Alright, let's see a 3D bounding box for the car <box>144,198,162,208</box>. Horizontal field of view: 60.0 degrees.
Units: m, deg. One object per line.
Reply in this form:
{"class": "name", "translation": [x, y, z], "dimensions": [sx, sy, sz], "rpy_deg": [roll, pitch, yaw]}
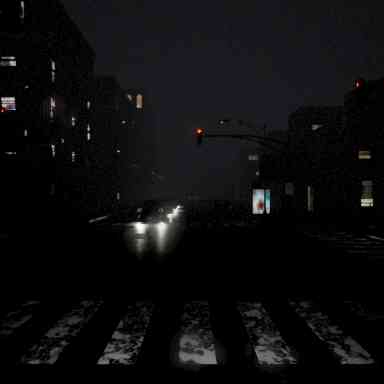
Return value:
{"class": "car", "translation": [-5.665, 1.572, 48.920], "dimensions": [2.008, 1.369, 4.403], "rpy_deg": [0, 0, 0]}

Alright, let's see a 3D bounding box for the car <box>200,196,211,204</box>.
{"class": "car", "translation": [2.726, 1.592, 66.017], "dimensions": [2.008, 1.369, 4.403], "rpy_deg": [-1, 0, 0]}

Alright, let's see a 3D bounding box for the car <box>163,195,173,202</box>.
{"class": "car", "translation": [-5.649, 1.498, 77.402], "dimensions": [1.967, 1.590, 4.097], "rpy_deg": [0, 0, 0]}

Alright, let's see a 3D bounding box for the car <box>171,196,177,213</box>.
{"class": "car", "translation": [-3.072, 1.488, 37.623], "dimensions": [1.882, 1.535, 5.008], "rpy_deg": [0, 0, 0]}

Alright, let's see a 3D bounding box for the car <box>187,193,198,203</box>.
{"class": "car", "translation": [0.130, 1.269, 70.549], "dimensions": [2.150, 2.045, 5.566], "rpy_deg": [0, 0, 0]}

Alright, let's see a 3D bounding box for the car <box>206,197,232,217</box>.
{"class": "car", "translation": [2.704, 1.446, 31.836], "dimensions": [1.967, 1.590, 4.097], "rpy_deg": [0, 0, 0]}

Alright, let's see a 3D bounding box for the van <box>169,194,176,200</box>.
{"class": "van", "translation": [-5.639, 1.431, 94.493], "dimensions": [1.690, 1.788, 3.998], "rpy_deg": [-1, 0, 0]}

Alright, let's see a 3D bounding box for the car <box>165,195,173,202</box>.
{"class": "car", "translation": [-5.645, 1.593, 82.929], "dimensions": [1.752, 1.417, 4.829], "rpy_deg": [-1, 0, 0]}

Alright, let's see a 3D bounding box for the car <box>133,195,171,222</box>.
{"class": "car", "translation": [-3.082, 1.354, 26.537], "dimensions": [2.097, 1.767, 4.553], "rpy_deg": [0, 0, 0]}

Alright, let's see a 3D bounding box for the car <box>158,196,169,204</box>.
{"class": "car", "translation": [-5.655, 1.566, 65.840], "dimensions": [1.752, 1.417, 4.829], "rpy_deg": [0, 0, 0]}

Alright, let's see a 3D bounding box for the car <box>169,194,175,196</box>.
{"class": "car", "translation": [-3.027, 1.522, 57.537], "dimensions": [2.128, 1.511, 4.902], "rpy_deg": [0, 0, 0]}

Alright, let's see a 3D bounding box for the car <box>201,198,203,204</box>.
{"class": "car", "translation": [2.715, 1.572, 48.927], "dimensions": [2.008, 1.369, 4.403], "rpy_deg": [0, 0, 0]}

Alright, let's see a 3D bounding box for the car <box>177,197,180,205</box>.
{"class": "car", "translation": [-3.066, 1.621, 47.604], "dimensions": [1.895, 1.301, 4.718], "rpy_deg": [0, 0, 0]}

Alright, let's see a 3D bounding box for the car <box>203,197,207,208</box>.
{"class": "car", "translation": [2.712, 1.598, 43.230], "dimensions": [1.802, 1.307, 4.206], "rpy_deg": [0, 0, 0]}
